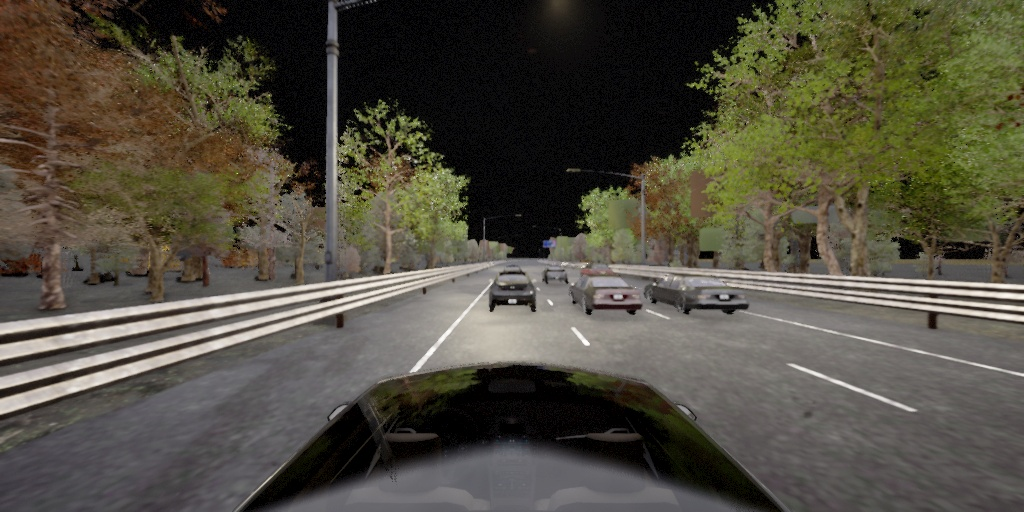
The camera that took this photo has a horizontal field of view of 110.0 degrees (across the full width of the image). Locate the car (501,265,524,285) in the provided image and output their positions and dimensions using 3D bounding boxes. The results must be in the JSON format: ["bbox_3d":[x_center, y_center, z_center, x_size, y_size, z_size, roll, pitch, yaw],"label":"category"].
[{"bbox_3d":[0.053,1.535,30.358,1.837,1.490,4.892,0,0,1],"label":"car"}]

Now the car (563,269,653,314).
[{"bbox_3d":[3.524,1.422,14.362,2.033,1.411,5.357,0,-1,0],"label":"car"}]

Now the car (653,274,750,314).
[{"bbox_3d":[7.024,1.422,14.352,2.033,1.411,5.357,0,-1,0],"label":"car"}]

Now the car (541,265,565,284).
[{"bbox_3d":[3.554,1.521,30.356,2.128,1.511,4.902,0,0,1],"label":"car"}]

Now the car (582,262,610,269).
[{"bbox_3d":[7.054,1.378,30.258,2.097,1.767,4.553,0,-1,1],"label":"car"}]

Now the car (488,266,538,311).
[{"bbox_3d":[0.037,1.391,15.354,1.837,1.490,4.892,0,0,1],"label":"car"}]
